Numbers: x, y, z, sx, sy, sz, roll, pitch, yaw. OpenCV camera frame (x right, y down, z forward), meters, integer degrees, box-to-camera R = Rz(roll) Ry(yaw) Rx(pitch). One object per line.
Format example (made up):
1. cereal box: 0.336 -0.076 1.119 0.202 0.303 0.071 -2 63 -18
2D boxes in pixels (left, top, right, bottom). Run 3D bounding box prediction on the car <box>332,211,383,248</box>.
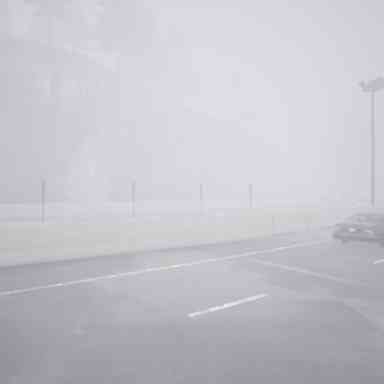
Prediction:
1. car: 8.290 1.563 14.880 5.357 1.411 2.033 0 0 -40
